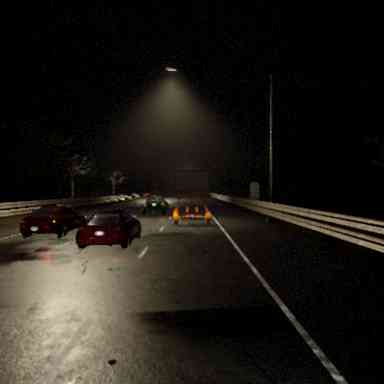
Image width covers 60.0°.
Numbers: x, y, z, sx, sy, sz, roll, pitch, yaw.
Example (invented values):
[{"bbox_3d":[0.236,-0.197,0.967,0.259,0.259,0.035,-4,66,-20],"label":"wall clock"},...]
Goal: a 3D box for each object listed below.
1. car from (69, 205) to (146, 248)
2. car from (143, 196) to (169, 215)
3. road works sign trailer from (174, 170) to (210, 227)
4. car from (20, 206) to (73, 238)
[{"bbox_3d":[-3.397,1.479,14.206,1.994,1.385,4.181,0,0,0],"label":"car"},{"bbox_3d":[-3.393,1.161,31.764,2.097,1.767,4.553,0,0,0],"label":"car"},{"bbox_3d":[0.004,0.333,21.830,2.380,3.560,2.880,0,0,0],"label":"road works sign trailer"},{"bbox_3d":[-6.898,1.425,16.850,1.812,1.442,4.674,0,0,0],"label":"car"}]
